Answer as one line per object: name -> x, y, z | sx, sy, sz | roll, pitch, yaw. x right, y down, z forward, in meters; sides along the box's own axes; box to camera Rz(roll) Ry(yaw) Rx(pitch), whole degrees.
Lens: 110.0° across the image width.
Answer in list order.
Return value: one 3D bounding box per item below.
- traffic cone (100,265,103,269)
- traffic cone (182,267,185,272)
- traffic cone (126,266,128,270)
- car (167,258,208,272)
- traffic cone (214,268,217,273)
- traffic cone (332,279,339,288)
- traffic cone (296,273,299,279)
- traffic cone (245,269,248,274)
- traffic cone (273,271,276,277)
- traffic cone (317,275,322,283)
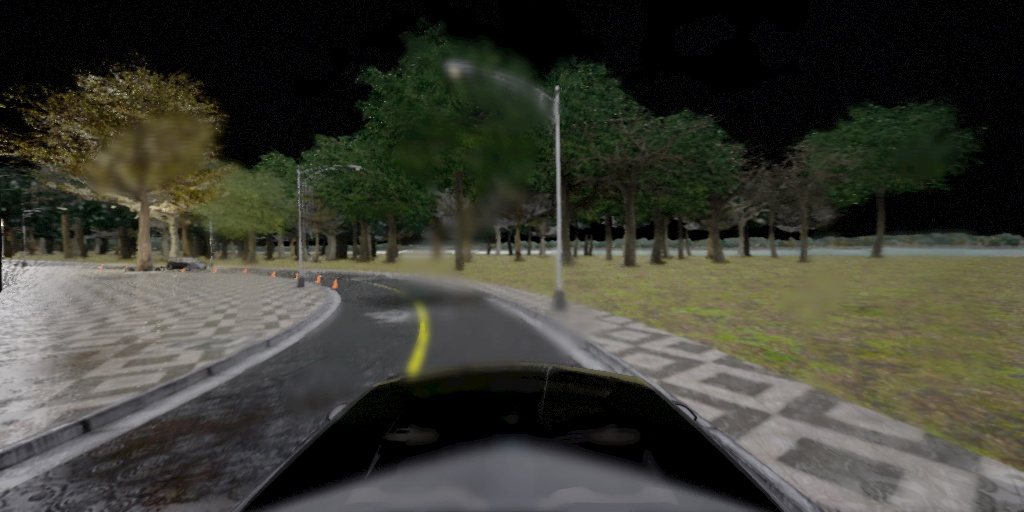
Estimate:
traffic cone -> -48.844, 1.354, 42.650 | 0.340, 0.580, 0.340 | 0, 0, 19
traffic cone -> -34.643, 1.481, 37.812 | 0.340, 0.580, 0.340 | 0, 0, 19
traffic cone -> -44.110, 1.401, 41.037 | 0.340, 0.580, 0.340 | 0, 0, 19
car -> -37.036, 0.966, 40.939 | 4.902, 1.511, 2.128 | 0, 1, 19
traffic cone -> -29.910, 1.513, 36.199 | 0.340, 0.580, 0.340 | 0, 0, 19
traffic cone -> -11.234, 1.734, 22.823 | 0.340, 0.580, 0.340 | 0, 0, -36
traffic cone -> -17.633, 1.625, 29.562 | 0.340, 0.580, 0.340 | 0, 0, 39
traffic cone -> -25.514, 1.544, 34.490 | 0.340, 0.580, 0.340 | 0, 0, 25
traffic cone -> -21.418, 1.580, 32.275 | 0.340, 0.580, 0.340 | 0, 0, 32
traffic cone -> -14.220, 1.680, 26.395 | 0.340, 0.580, 0.340 | 0, 0, -43
